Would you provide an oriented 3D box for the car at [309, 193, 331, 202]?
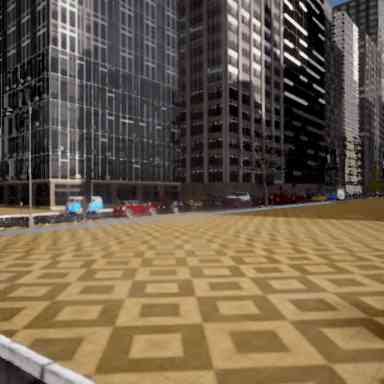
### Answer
[{"bbox_3d":[24.753,1.134,64.680,1.752,1.417,4.829,0,1,41],"label":"car"}]

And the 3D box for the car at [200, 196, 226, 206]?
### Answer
[{"bbox_3d":[3.414,1.427,52.867,1.947,1.339,4.313,0,1,41],"label":"car"}]

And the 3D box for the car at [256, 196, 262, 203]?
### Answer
[{"bbox_3d":[13.288,1.244,55.577,2.128,1.511,4.902,0,0,41],"label":"car"}]

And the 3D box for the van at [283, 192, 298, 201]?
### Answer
[{"bbox_3d":[22.050,0.949,74.354,1.690,1.788,3.998,0,1,41],"label":"van"}]

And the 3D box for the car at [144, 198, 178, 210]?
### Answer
[{"bbox_3d":[-4.045,1.508,44.278,1.887,1.381,4.507,0,1,41],"label":"car"}]

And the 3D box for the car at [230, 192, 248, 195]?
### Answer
[{"bbox_3d":[7.037,1.050,52.969,2.150,2.045,5.566,0,0,41],"label":"car"}]

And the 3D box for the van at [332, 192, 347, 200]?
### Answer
[{"bbox_3d":[32.095,0.850,73.146,1.690,1.788,3.998,0,1,41],"label":"van"}]

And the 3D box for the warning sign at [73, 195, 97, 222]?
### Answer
[{"bbox_3d":[-7.632,1.175,23.734,1.300,1.860,1.060,-1,-1,41],"label":"warning sign"}]

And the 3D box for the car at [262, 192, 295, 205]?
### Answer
[{"bbox_3d":[13.459,1.077,51.657,2.192,1.841,5.009,0,1,41],"label":"car"}]

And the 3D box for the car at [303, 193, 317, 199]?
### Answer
[{"bbox_3d":[29.505,1.074,82.952,1.947,1.339,4.313,0,1,41],"label":"car"}]

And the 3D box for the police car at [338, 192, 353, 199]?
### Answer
[{"bbox_3d":[38.432,0.842,83.198,1.930,1.638,5.238,0,0,41],"label":"police car"}]

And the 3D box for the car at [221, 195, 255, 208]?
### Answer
[{"bbox_3d":[6.006,1.445,43.064,1.802,1.307,4.206,0,1,41],"label":"car"}]

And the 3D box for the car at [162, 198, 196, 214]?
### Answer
[{"bbox_3d":[-1.397,1.530,34.426,1.947,1.339,4.313,0,1,41],"label":"car"}]

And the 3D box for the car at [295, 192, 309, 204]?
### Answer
[{"bbox_3d":[17.186,1.026,55.954,2.192,1.841,5.009,0,1,41],"label":"car"}]

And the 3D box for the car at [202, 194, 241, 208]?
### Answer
[{"bbox_3d":[4.113,1.425,44.982,2.033,1.411,5.357,0,0,41],"label":"car"}]

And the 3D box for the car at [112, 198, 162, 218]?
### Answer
[{"bbox_3d":[-5.082,1.455,30.091,1.967,1.590,4.097,0,1,41],"label":"car"}]

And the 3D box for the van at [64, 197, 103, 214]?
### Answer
[{"bbox_3d":[-11.584,1.407,35.755,1.690,1.788,3.998,0,1,41],"label":"van"}]

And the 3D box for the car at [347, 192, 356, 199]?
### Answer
[{"bbox_3d":[35.823,1.010,77.445,2.008,1.369,4.403,0,1,41],"label":"car"}]
